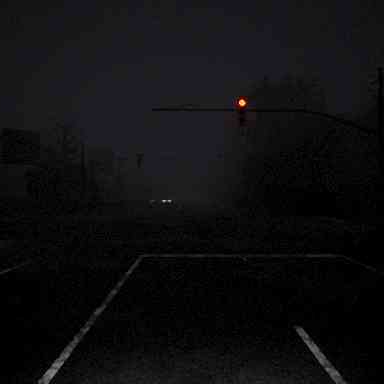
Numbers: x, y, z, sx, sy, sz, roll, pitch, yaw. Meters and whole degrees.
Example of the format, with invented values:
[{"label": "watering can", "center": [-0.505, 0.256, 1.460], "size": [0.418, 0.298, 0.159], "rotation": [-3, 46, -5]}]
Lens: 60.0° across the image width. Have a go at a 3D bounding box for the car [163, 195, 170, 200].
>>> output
[{"label": "car", "center": [-7.000, 1.593, 91.417], "size": [1.895, 1.301, 4.718], "rotation": [0, 0, 0]}]
